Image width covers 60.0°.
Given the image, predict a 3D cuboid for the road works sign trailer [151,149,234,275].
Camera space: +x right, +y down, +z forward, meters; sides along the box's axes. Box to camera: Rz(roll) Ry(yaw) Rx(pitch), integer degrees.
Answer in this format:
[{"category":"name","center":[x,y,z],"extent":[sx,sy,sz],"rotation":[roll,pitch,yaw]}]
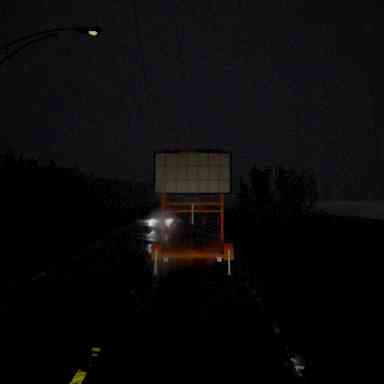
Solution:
[{"category":"road works sign trailer","center":[0.019,0.471,10.417],"extent":[2.380,3.560,2.880],"rotation":[0,0,0]}]

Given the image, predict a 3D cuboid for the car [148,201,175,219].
[{"category":"car","center":[-2.696,1.561,30.094],"extent":[1.812,1.442,4.674],"rotation":[0,0,0]}]
